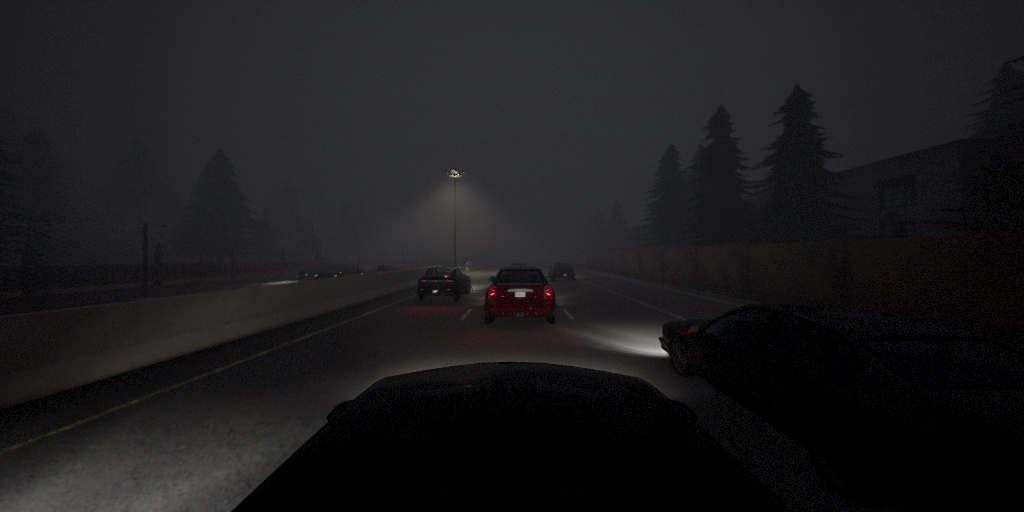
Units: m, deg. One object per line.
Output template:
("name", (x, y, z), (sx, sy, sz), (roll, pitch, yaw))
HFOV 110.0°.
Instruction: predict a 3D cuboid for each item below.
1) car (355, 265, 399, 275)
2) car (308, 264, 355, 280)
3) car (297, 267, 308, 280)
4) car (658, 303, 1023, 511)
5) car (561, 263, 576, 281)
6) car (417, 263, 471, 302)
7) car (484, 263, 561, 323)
("car", (-10.110, 1.389, 28.067), (1.895, 1.301, 4.718), (0, 0, 1))
("car", (-13.529, 1.347, 28.735), (2.033, 1.411, 5.357), (0, 0, 2))
("car", (-17.042, 1.375, 31.736), (1.994, 1.385, 4.181), (0, 0, 1))
("car", (3.619, 1.287, 4.280), (2.033, 1.411, 5.357), (0, 0, 1))
("car", (4.111, 1.270, 29.883), (1.812, 1.442, 4.674), (0, 0, 1))
("car", (-3.124, 1.255, 17.221), (2.128, 1.511, 4.902), (0, 0, 1))
("car", (0.276, 1.104, 12.196), (2.097, 1.767, 4.553), (0, 0, 1))
